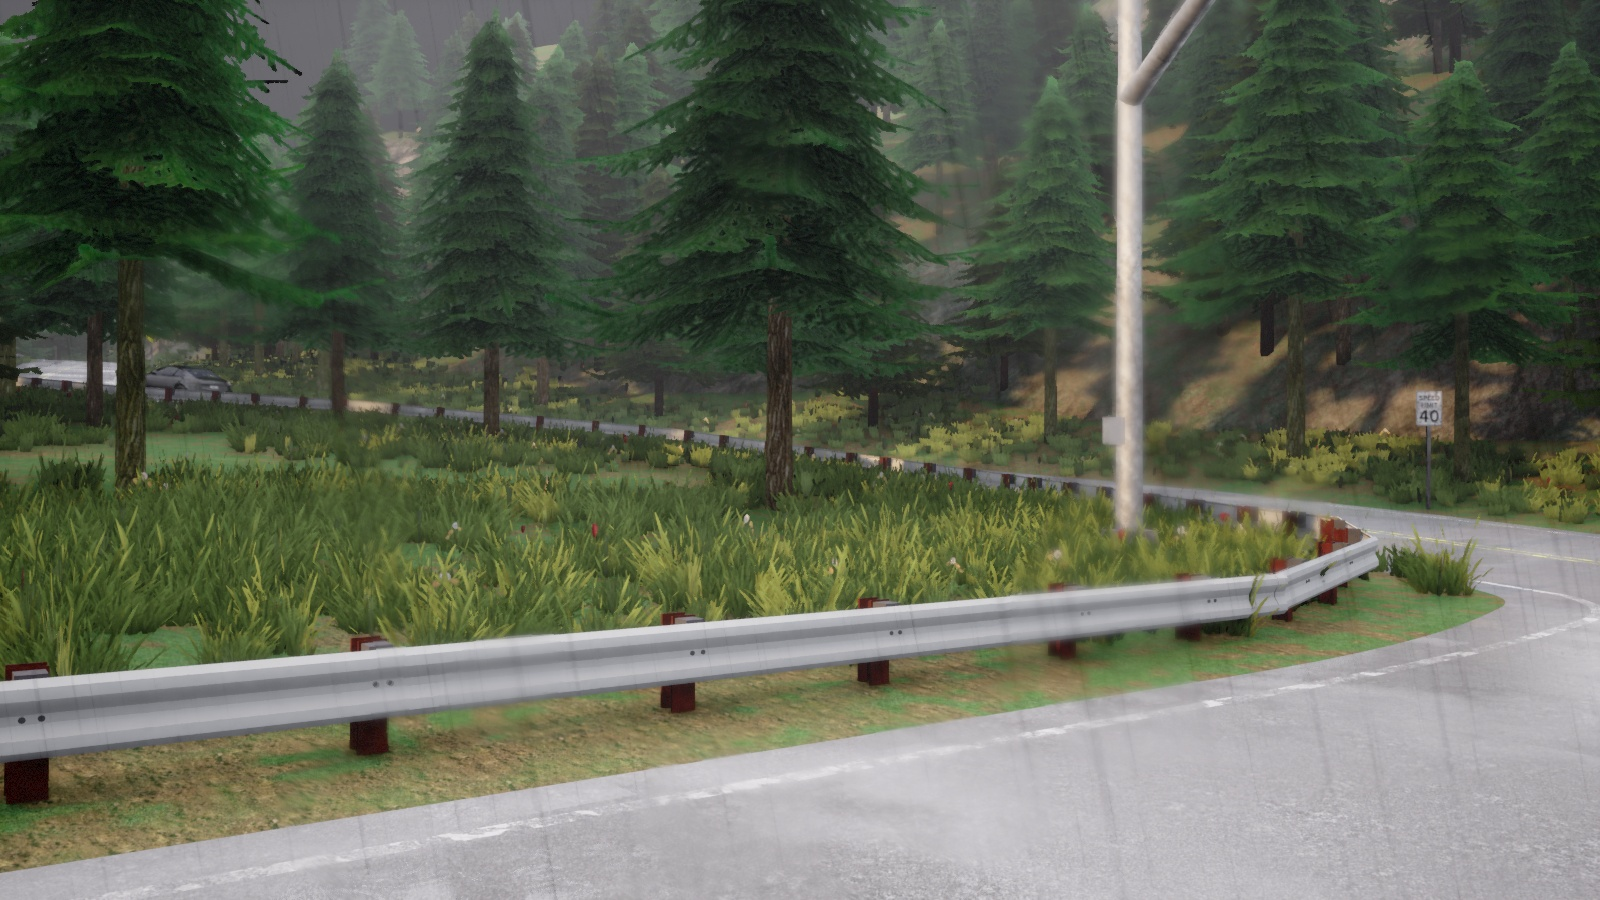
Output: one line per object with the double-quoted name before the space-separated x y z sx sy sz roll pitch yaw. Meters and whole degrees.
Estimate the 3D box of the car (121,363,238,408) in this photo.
"car" -23.774 -2.465 48.079 4.181 1.385 1.994 6 3 30
